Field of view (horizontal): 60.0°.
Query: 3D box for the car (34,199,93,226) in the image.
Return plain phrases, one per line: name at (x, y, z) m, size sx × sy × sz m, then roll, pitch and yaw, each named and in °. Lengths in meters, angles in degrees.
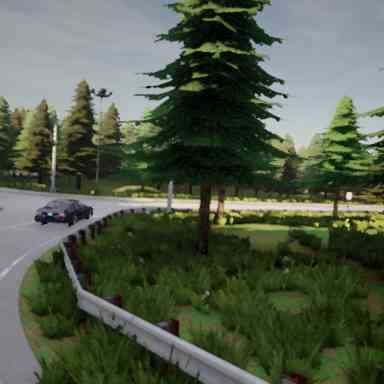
car at (-7.558, 1.133, 20.151) m, size 2.033 × 1.411 × 5.357 m, roll 4°, pitch 2°, yaw -1°
